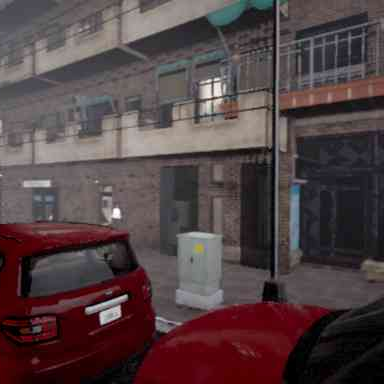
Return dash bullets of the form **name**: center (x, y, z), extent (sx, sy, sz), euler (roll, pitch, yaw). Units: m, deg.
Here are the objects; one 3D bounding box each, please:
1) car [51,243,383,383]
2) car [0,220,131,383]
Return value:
- **car**: center (1.835, 1.309, 1.504), extent (5.009, 1.841, 2.192), euler (-1, 1, 36)
- **car**: center (-2.777, 1.359, 4.795), extent (5.009, 1.841, 2.192), euler (-1, 1, 36)
